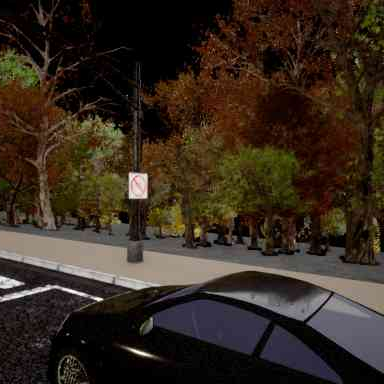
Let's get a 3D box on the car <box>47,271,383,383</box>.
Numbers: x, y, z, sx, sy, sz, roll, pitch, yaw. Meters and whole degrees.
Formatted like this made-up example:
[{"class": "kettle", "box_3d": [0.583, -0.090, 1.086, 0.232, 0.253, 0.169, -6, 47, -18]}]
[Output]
[{"class": "car", "box_3d": [0.397, 1.564, 3.404, 4.181, 1.385, 1.994, 0, 0, 36]}]
